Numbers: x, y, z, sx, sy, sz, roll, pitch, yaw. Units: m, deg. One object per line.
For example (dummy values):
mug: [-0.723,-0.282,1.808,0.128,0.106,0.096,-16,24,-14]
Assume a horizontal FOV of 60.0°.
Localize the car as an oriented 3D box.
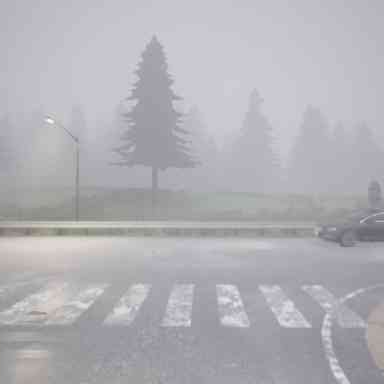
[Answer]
car: [7.726,1.486,14.022,4.902,1.511,2.128,0,0,1]
